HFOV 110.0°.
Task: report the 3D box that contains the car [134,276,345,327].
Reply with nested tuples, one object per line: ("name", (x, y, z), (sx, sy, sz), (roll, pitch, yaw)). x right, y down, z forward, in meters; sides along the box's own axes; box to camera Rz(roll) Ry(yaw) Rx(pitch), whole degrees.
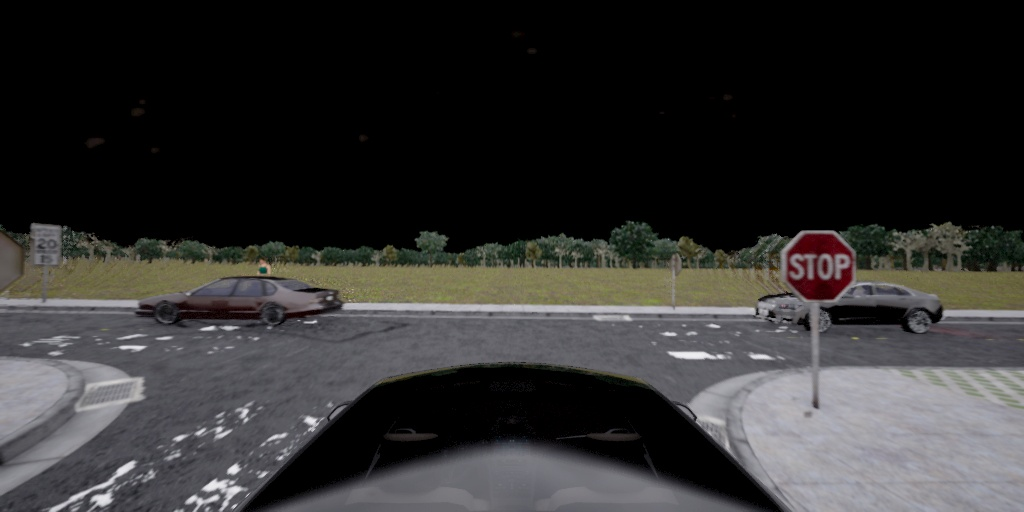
("car", (-8.101, 1.314, 11.011), (5.357, 1.411, 2.033), (1, -1, 0))

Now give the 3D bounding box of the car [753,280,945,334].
("car", (10.240, 1.489, 11.121), (4.902, 1.511, 2.128), (1, -1, 0))

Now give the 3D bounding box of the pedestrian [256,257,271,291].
("pedestrian", (-9.700, 0.939, 13.918), (0.375, 1.860, 0.375), (0, -2, 0))
